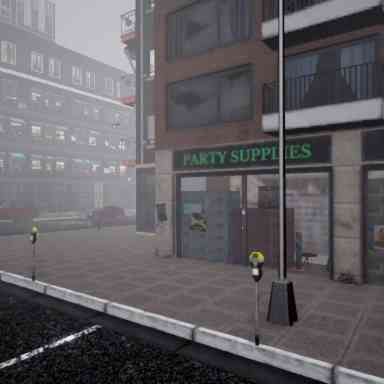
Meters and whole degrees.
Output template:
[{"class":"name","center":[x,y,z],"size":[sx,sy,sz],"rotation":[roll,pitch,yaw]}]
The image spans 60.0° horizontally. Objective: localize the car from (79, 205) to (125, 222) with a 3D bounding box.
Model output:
[{"class":"car","center":[-8.425,1.948,31.507],"size":[1.812,1.442,4.674],"rotation":[0,-1,35]}]

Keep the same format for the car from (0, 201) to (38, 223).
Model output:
[{"class":"car","center":[-14.946,1.607,26.706],"size":[2.192,1.841,5.009],"rotation":[-1,-2,35]}]
